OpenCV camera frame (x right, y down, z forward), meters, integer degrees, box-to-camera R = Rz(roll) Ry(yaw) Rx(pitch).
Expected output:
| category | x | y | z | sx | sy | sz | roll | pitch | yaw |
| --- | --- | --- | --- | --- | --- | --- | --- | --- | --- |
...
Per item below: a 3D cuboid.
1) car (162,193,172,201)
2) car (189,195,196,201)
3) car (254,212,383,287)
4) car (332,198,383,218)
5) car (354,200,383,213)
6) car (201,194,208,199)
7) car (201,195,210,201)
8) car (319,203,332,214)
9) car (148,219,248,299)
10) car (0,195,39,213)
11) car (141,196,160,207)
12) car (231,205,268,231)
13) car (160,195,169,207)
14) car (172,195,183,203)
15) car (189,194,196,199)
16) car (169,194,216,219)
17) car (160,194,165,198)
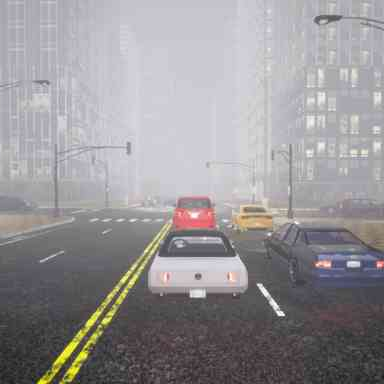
| category | x | y | z | sx | sy | sz | roll | pitch | yaw |
| --- | --- | --- | --- | --- | --- | --- | --- | --- | --- |
| car | -6.416 | 1.261 | 84.836 | 2.097 | 1.767 | 4.553 | 0 | 0 | 0 |
| car | 0.082 | 1.438 | 82.038 | 1.812 | 1.442 | 4.674 | 0 | 0 | 0 |
| car | 3.365 | 1.543 | 9.411 | 2.033 | 1.411 | 5.357 | 0 | 0 | 0 |
| car | 16.232 | 1.517 | 30.817 | 5.009 | 1.841 | 2.192 | 1 | 0 | 1 |
| car | 21.849 | 1.640 | 39.098 | 4.829 | 1.417 | 1.752 | 1 | 0 | 1 |
| car | 3.342 | 1.262 | 92.036 | 1.812 | 1.442 | 4.674 | 0 | 0 | 0 |
| car | 3.332 | 1.454 | 81.619 | 2.033 | 1.411 | 5.357 | 0 | 0 | 0 |
| car | 16.557 | 1.588 | 36.596 | 5.008 | 1.535 | 1.882 | 1 | 1 | 1 |
| car | 0.110 | 1.597 | 8.384 | 1.895 | 1.301 | 4.718 | 0 | 0 | 0 |
| car | -18.177 | 1.205 | 33.999 | 4.553 | 1.767 | 2.097 | 1 | 1 | 1 |
| car | -6.544 | 1.454 | 50.799 | 2.128 | 1.511 | 4.902 | 0 | 0 | 0 |
| car | 3.373 | 1.467 | 19.230 | 1.882 | 1.535 | 5.008 | 0 | 0 | 1 |
| car | -3.288 | 1.526 | 51.233 | 1.994 | 1.385 | 4.181 | 0 | 0 | 0 |
| car | -3.179 | 1.462 | 71.581 | 2.128 | 1.511 | 4.902 | 0 | 0 | 0 |
| car | 0.092 | 1.262 | 92.040 | 1.812 | 1.442 | 4.674 | 0 | 0 | 0 |
| car | 0.118 | 1.211 | 18.143 | 2.150 | 2.045 | 5.566 | 0 | 0 | 0 |
| car | -6.493 | 1.428 | 60.881 | 1.882 | 1.535 | 5.008 | 0 | 0 | -1 |
